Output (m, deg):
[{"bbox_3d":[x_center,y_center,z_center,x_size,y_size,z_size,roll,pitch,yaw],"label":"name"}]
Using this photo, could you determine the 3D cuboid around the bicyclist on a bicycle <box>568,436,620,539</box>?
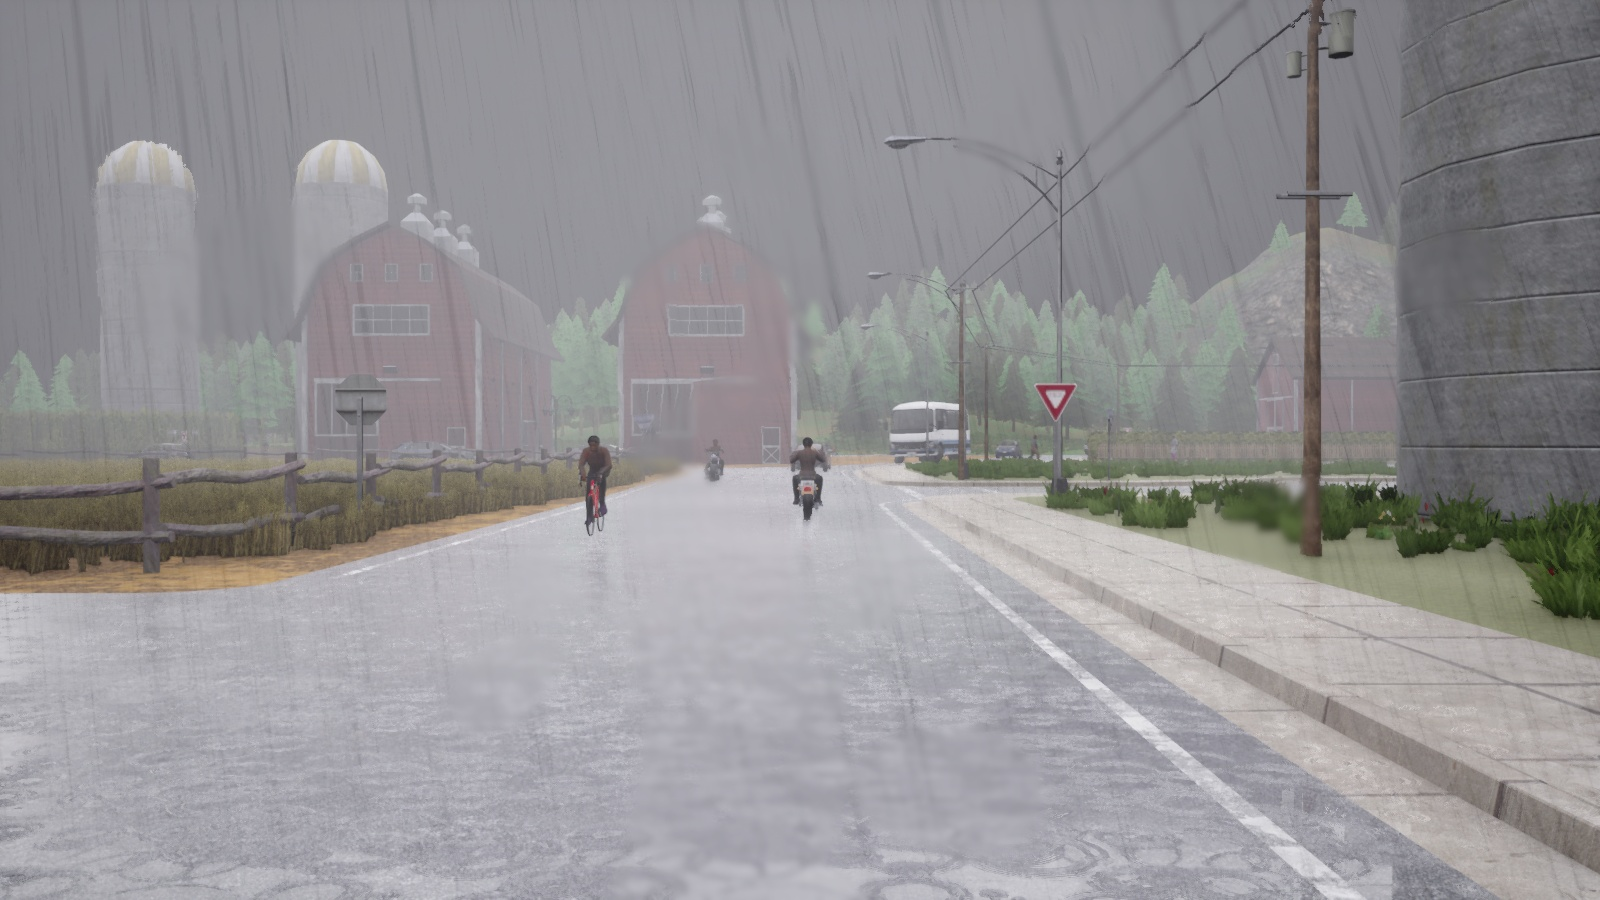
[{"bbox_3d":[-3.369,0.580,20.655,0.582,1.620,1.656,0,1,0],"label":"bicyclist on a bicycle"}]

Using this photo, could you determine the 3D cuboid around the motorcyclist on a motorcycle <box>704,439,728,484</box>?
[{"bbox_3d":[-3.215,0.423,48.118,0.766,1.649,2.350,0,0,0],"label":"motorcyclist on a motorcycle"}]

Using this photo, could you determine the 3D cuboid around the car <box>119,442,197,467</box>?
[{"bbox_3d":[-38.501,0.256,75.351,3.806,1.475,1.970,0,0,12],"label":"car"}]

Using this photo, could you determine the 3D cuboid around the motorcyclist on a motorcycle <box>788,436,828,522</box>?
[{"bbox_3d":[0.155,0.554,25.303,0.766,1.649,2.350,0,0,0],"label":"motorcyclist on a motorcycle"}]

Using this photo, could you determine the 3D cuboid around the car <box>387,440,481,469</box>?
[{"bbox_3d":[-20.961,0.253,72.059,4.856,1.649,2.033,0,0,-3],"label":"car"}]

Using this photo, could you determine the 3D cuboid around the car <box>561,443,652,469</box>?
[{"bbox_3d":[-11.110,0.330,72.214,4.792,1.488,2.163,0,0,4],"label":"car"}]

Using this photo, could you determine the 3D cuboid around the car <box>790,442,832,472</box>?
[{"bbox_3d":[0.619,0.342,66.579,1.882,1.535,5.008,0,1,5],"label":"car"}]

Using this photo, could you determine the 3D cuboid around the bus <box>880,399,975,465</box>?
[{"bbox_3d":[9.103,-1.207,87.909,3.944,4.253,10.273,-2,0,21],"label":"bus"}]
